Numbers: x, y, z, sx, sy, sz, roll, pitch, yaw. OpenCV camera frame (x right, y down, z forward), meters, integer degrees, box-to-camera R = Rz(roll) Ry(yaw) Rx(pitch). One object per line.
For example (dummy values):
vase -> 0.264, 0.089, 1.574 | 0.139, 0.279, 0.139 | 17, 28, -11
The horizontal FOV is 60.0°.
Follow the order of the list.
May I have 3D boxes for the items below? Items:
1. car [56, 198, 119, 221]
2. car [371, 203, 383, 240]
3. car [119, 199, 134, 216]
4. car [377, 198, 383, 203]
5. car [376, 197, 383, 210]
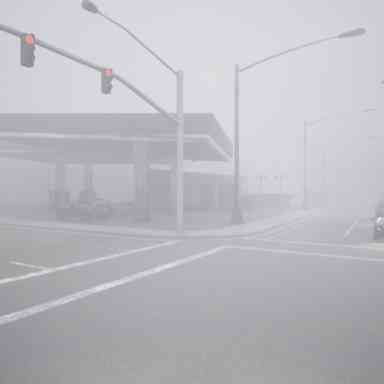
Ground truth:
car -> -8.221, 1.267, 25.295 | 4.611, 1.667, 2.242 | 0, 0, 31
car -> 10.116, 1.529, 16.657 | 2.033, 1.411, 5.357 | 0, 0, 29
car -> -5.960, 1.422, 30.632 | 3.806, 1.475, 1.970 | 0, 0, 31
car -> 14.968, 1.476, 25.258 | 1.837, 1.490, 4.892 | 0, 0, 30
car -> 25.100, 1.443, 42.976 | 2.128, 1.511, 4.902 | 0, 0, 30
